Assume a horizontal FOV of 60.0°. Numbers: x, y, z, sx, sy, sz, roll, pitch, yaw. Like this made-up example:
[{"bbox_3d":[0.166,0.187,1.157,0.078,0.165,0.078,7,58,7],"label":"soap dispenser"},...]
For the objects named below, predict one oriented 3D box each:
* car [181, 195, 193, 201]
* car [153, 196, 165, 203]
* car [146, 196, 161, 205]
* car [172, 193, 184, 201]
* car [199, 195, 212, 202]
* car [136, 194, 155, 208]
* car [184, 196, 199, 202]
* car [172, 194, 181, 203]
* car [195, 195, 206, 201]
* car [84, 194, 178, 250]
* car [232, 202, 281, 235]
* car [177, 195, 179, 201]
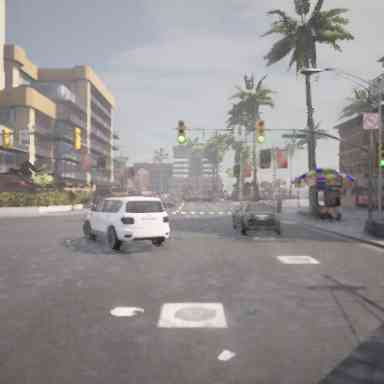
[{"bbox_3d":[-1.382,1.647,87.184,2.033,1.411,5.357,0,0,-12],"label":"car"},{"bbox_3d":[-6.989,1.626,70.565,2.033,1.411,5.357,0,0,0],"label":"car"},{"bbox_3d":[-6.989,1.566,60.225,2.128,1.511,4.902,0,0,0],"label":"car"},{"bbox_3d":[-3.494,1.312,70.776,2.150,2.045,5.566,0,0,0],"label":"car"},{"bbox_3d":[3.400,1.572,76.470,1.882,1.535,5.008,0,0,-4],"label":"car"},{"bbox_3d":[-6.991,1.284,50.502,2.150,2.045,5.566,0,0,0],"label":"car"},{"bbox_3d":[-0.111,1.572,76.768,1.882,1.535,5.008,0,0,-4],"label":"car"},{"bbox_3d":[-3.489,1.579,60.205,1.837,1.490,4.892,0,0,0],"label":"car"},{"bbox_3d":[2.235,1.631,86.813,1.812,1.442,4.674,0,0,-12],"label":"car"},{"bbox_3d":[-3.080,1.240,14.828,2.150,2.045,5.566,1,-1,-33],"label":"car"},{"bbox_3d":[3.604,1.376,19.244,2.097,1.767,4.553,0,0,0],"label":"car"},{"bbox_3d":[-3.491,1.609,50.481,2.033,1.411,5.357,0,0,0],"label":"car"}]
